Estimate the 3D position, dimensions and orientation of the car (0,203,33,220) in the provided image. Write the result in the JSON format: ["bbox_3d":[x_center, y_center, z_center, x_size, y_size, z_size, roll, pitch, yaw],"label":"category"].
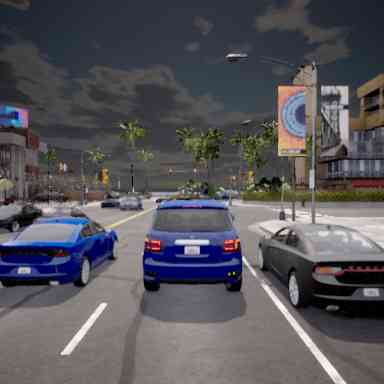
[{"bbox_3d":[-10.626,1.466,19.875,1.882,1.535,5.008,0,0,0],"label":"car"}]

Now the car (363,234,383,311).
[{"bbox_3d":[3.039,1.353,1.438,2.185,1.767,4.553,0,0,0],"label":"car"}]

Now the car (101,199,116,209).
[{"bbox_3d":[-10.607,1.576,43.982,1.895,1.301,4.718,0,0,1],"label":"car"}]

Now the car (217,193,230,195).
[{"bbox_3d":[7.863,1.176,85.320,5.566,2.045,2.150,0,0,-43],"label":"car"}]

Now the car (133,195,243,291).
[{"bbox_3d":[0.037,1.216,9.104,2.150,2.045,5.566,0,0,1],"label":"car"}]

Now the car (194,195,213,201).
[{"bbox_3d":[2.969,1.491,85.510,2.033,1.411,5.357,0,0,43],"label":"car"}]

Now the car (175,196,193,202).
[{"bbox_3d":[-1.702,1.553,73.396,1.895,1.301,4.718,0,0,26],"label":"car"}]

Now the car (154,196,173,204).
[{"bbox_3d":[-5.387,1.511,63.862,2.033,1.411,5.357,0,0,15],"label":"car"}]

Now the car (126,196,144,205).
[{"bbox_3d":[-10.032,1.492,58.531,1.812,1.442,4.674,0,0,7],"label":"car"}]

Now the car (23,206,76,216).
[{"bbox_3d":[-7.124,1.553,18.338,1.994,1.385,4.181,0,0,0],"label":"car"}]

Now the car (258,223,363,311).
[{"bbox_3d":[2.891,1.475,7.863,2.097,1.535,5.008,0,0,0],"label":"car"}]

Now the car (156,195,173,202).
[{"bbox_3d":[-5.942,1.483,72.778,1.812,1.442,4.674,0,0,23],"label":"car"}]

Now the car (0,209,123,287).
[{"bbox_3d":[-3.455,1.472,9.356,1.882,1.535,5.008,0,0,0],"label":"car"}]

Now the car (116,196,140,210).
[{"bbox_3d":[-7.119,1.329,39.210,2.097,1.767,4.553,0,0,0],"label":"car"}]
